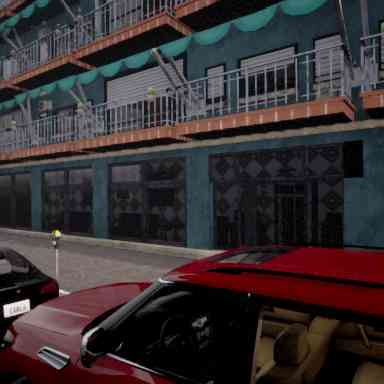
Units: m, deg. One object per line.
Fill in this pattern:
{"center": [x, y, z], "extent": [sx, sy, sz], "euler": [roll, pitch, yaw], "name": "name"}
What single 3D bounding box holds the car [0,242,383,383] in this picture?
{"center": [0.618, 1.315, 2.295], "extent": [5.009, 1.841, 2.192], "euler": [0, -1, 36], "name": "car"}
